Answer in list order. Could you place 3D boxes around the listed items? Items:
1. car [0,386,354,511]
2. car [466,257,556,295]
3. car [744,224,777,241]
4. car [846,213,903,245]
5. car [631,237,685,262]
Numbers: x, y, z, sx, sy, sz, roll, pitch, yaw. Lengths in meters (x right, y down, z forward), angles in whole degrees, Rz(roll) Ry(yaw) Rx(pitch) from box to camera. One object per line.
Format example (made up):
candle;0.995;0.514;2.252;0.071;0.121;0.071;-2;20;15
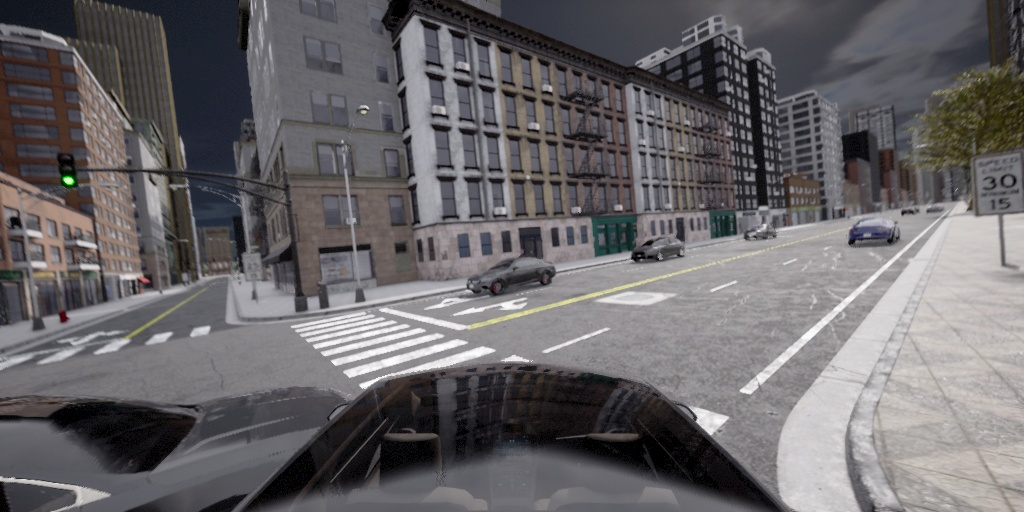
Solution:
car;-3.278;1.633;1.884;4.892;1.490;1.837;-8;0;-34
car;0.056;0.818;16.827;4.674;1.442;1.812;-7;2;-38
car;25.748;-2.486;37.193;4.902;1.511;2.128;-7;2;-38
car;21.614;-1.540;21.421;4.674;1.442;1.812;-7;2;-38
car;10.180;-0.495;24.889;4.892;1.490;1.837;-7;2;-38
